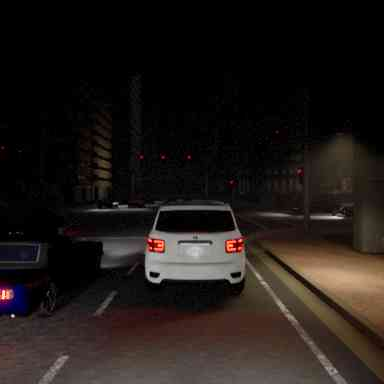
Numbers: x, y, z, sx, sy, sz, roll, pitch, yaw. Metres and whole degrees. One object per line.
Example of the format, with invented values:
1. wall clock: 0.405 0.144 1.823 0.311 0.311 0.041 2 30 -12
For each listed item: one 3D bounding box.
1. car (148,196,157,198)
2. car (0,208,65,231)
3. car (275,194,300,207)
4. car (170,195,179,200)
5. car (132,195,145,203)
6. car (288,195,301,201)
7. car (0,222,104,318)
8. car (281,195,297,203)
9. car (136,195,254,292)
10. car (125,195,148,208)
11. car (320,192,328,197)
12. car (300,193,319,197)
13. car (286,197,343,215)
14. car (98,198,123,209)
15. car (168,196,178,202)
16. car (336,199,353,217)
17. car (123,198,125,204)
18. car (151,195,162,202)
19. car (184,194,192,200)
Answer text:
1. car: -7.945 1.498 60.021 1.837 1.490 4.892 0 0 0
2. car: -7.106 1.475 14.255 1.882 1.535 5.008 0 0 0
3. car: 13.236 1.147 47.125 1.932 1.855 4.605 0 0 0
4. car: -4.490 1.367 85.809 1.994 1.385 4.181 0 0 0
5. car: -11.424 1.468 71.209 1.882 1.535 5.008 0 0 0
6. car: 24.570 1.384 79.651 1.970 1.475 3.806 0 0 0
7. car: -3.420 1.600 7.348 1.895 1.301 4.718 0 0 1
8. car: 18.817 1.387 64.543 1.970 1.475 3.806 0 0 0
9. car: 0.093 1.220 9.099 2.150 2.045 5.566 0 0 1
10. car: -7.912 1.471 47.804 1.882 1.535 5.008 0 0 0
11. car: 30.148 1.142 79.707 1.932 1.855 4.605 0 0 0
12. car: 16.130 1.150 47.073 1.905 1.878 3.866 0 0 0
13. car: 12.294 1.500 32.896 4.892 1.490 1.837 0 0 0
14. car: -11.407 1.541 45.705 2.033 1.411 5.357 0 0 0
15. car: -4.453 1.540 77.656 1.994 1.385 4.181 0 0 0
16. car: 15.449 1.560 29.361 4.181 1.385 1.994 0 0 1
17. car: -11.441 1.593 56.709 1.895 1.301 4.718 0 0 0
18. car: -7.943 1.528 75.507 2.033 1.411 5.357 0 0 0
19. car: -0.990 1.292 85.825 1.882 1.535 5.008 0 0 0
